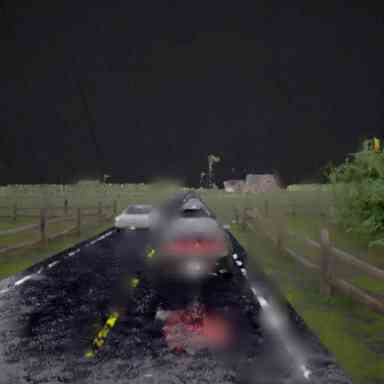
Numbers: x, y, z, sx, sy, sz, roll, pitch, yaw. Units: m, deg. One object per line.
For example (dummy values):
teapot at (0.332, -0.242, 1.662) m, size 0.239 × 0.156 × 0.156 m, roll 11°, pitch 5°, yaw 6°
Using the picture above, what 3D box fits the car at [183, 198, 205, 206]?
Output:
car at (0.186, 1.192, 29.976) m, size 1.994 × 1.385 × 4.181 m, roll 0°, pitch 1°, yaw 0°

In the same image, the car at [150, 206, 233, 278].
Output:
car at (0.096, 1.379, 9.723) m, size 1.837 × 1.490 × 4.892 m, roll 0°, pitch 1°, yaw 1°

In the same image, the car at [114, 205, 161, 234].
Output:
car at (-2.790, 1.374, 17.899) m, size 1.895 × 1.301 × 4.718 m, roll 0°, pitch 1°, yaw 0°
